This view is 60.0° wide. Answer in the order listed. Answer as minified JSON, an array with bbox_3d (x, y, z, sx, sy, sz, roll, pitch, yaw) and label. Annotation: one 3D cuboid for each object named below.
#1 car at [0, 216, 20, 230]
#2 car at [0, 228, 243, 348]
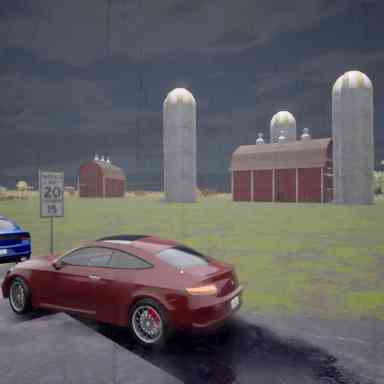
[{"bbox_3d":[-6.948,1.480,10.738,5.008,1.535,1.882,0,0,43],"label":"car"},{"bbox_3d":[-1.393,1.528,6.166,4.674,1.442,1.812,0,0,27],"label":"car"}]
